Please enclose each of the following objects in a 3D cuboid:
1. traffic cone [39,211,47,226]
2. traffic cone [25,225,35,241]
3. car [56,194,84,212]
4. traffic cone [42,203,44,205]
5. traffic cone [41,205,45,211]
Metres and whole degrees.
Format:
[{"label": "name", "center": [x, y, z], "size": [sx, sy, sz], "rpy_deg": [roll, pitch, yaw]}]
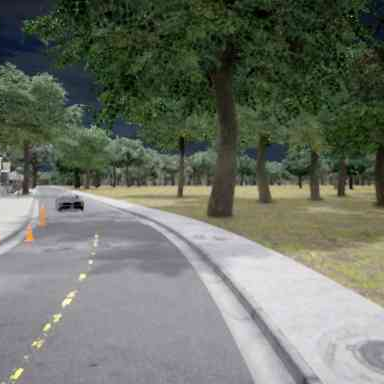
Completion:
[{"label": "traffic cone", "center": [-7.768, 1.436, 17.326], "size": [0.340, 0.580, 0.340], "rpy_deg": [-1, 2, -21]}, {"label": "traffic cone", "center": [-6.248, 1.572, 12.813], "size": [0.340, 0.580, 0.340], "rpy_deg": [0, 2, -16]}, {"label": "car", "center": [-9.674, 0.815, 26.256], "size": [1.895, 1.301, 4.718], "rpy_deg": [-1, 2, -25]}, {"label": "traffic cone", "center": [-11.798, 1.166, 26.315], "size": [0.340, 0.580, 0.340], "rpy_deg": [-1, 2, -25]}, {"label": "traffic cone", "center": [-9.714, 1.302, 21.772], "size": [0.340, 0.580, 0.340], "rpy_deg": [-1, 2, -25]}]
